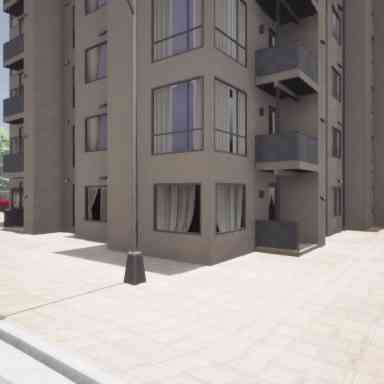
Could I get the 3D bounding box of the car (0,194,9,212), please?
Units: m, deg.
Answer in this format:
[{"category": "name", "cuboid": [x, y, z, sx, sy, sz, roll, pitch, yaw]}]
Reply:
[{"category": "car", "cuboid": [-21.188, 1.221, 36.076, 2.150, 2.045, 5.566, 0, 0, 14]}]
